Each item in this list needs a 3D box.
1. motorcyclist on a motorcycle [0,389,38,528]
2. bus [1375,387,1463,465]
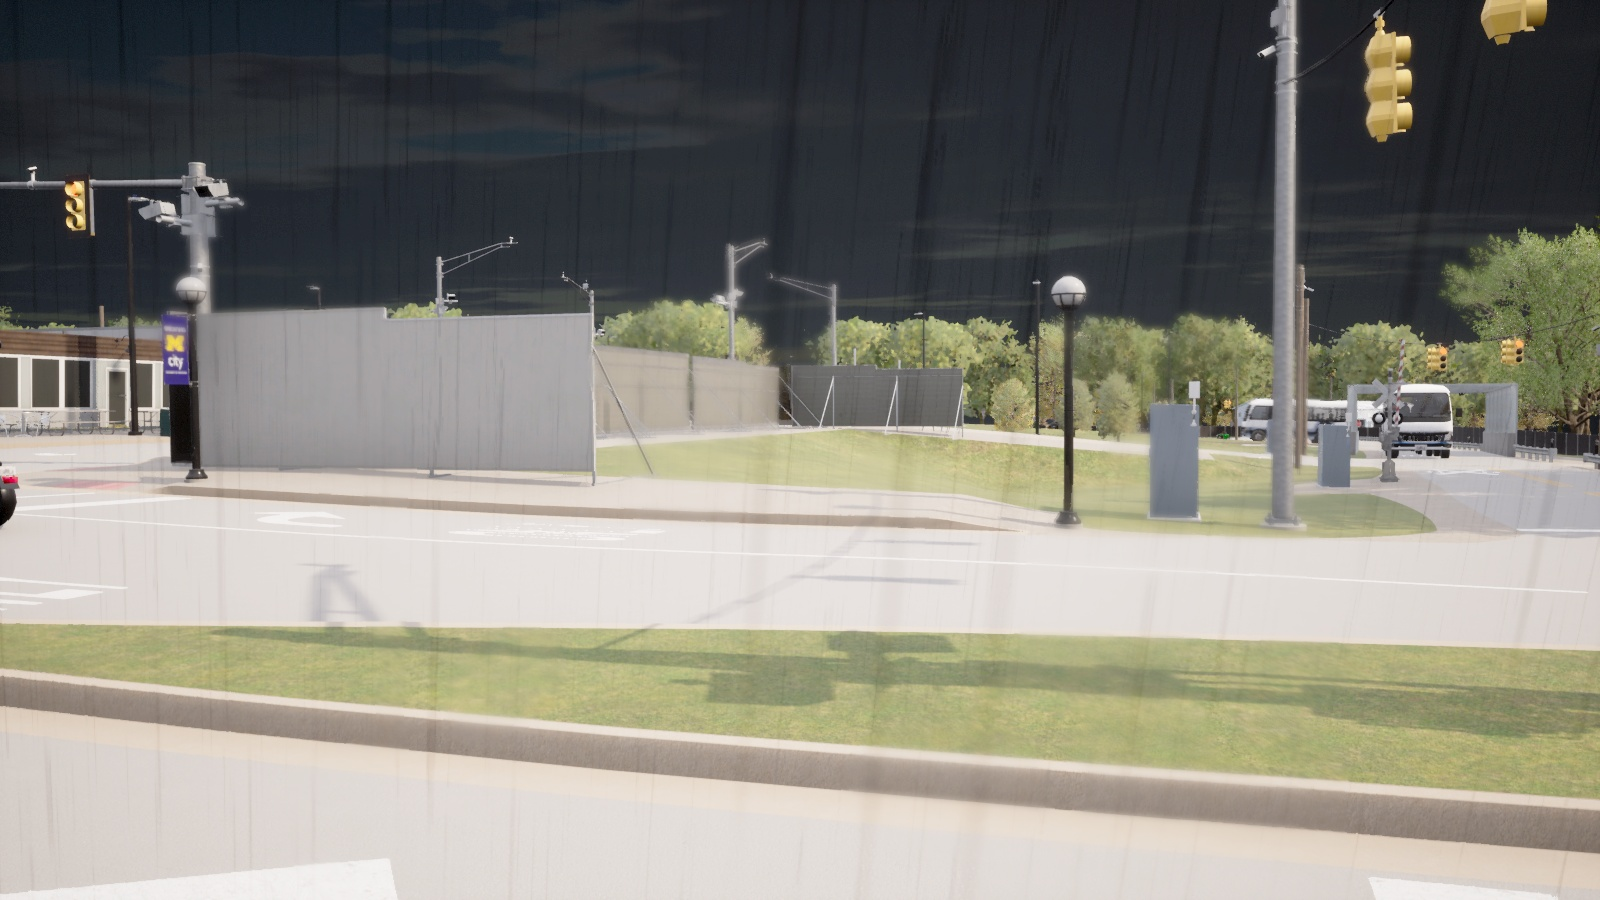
[{"bbox_3d":[-10.607,0.053,15.368,2.350,1.649,0.766,2,2,15],"label":"motorcyclist on a motorcycle"},{"bbox_3d":[36.213,-1.412,73.814,3.944,4.253,10.273,1,1,23],"label":"bus"}]
